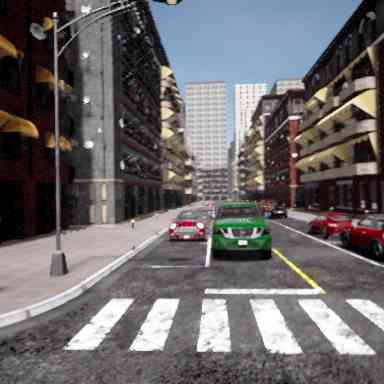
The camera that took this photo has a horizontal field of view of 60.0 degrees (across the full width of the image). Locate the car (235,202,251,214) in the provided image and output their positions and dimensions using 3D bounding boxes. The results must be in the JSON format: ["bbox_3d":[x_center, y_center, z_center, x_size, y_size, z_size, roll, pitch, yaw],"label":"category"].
[{"bbox_3d":[7.288,2.262,47.887,1.812,1.442,4.674,-1,-1,4],"label":"car"}]

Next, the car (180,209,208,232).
[{"bbox_3d":[0.241,2.022,24.449,1.802,1.307,4.206,-2,-1,4],"label":"car"}]

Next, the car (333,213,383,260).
[{"bbox_3d":[7.345,1.555,12.864,1.967,1.590,4.097,-2,-1,4],"label":"car"}]

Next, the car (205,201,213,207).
[{"bbox_3d":[4.417,2.964,85.168,1.752,1.417,4.829,-2,-1,4],"label":"car"}]

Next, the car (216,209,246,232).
[{"bbox_3d":[2.705,1.994,24.158,1.895,1.301,4.718,-1,-1,4],"label":"car"}]

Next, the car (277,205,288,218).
[{"bbox_3d":[8.864,2.047,35.003,1.947,1.339,4.313,-2,-1,4],"label":"car"}]

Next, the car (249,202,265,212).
[{"bbox_3d":[10.007,2.338,51.608,1.802,1.307,4.206,-2,-1,4],"label":"car"}]

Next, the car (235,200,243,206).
[{"bbox_3d":[12.684,2.918,90.525,1.752,1.417,4.829,-2,-1,4],"label":"car"}]

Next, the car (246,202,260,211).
[{"bbox_3d":[10.388,2.429,57.143,1.802,1.307,4.206,-2,-1,4],"label":"car"}]

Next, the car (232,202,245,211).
[{"bbox_3d":[7.971,2.500,57.825,1.895,1.301,4.718,-1,-1,4],"label":"car"}]

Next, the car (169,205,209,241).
[{"bbox_3d":[-0.144,1.788,18.916,1.967,1.590,4.097,-2,-1,4],"label":"car"}]

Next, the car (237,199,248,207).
[{"bbox_3d":[11.904,2.524,79.289,2.192,1.841,5.009,-2,-1,4],"label":"car"}]

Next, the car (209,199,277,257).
[{"bbox_3d":[2.038,1.451,14.306,2.150,2.045,5.566,-1,-1,6],"label":"car"}]

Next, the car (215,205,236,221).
[{"bbox_3d":[3.405,2.125,34.276,1.994,1.385,4.181,-1,-1,4],"label":"car"}]

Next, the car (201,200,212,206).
[{"bbox_3d":[2.522,2.428,57.663,1.967,1.590,4.097,-2,-1,4],"label":"car"}]

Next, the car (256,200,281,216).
[{"bbox_3d":[9.238,1.888,40.543,2.192,1.841,5.009,-2,-1,4],"label":"car"}]

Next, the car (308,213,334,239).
[{"bbox_3d":[7.726,1.788,18.397,1.802,1.307,4.206,-2,-1,4],"label":"car"}]

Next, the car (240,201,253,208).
[{"bbox_3d":[11.149,2.579,68.214,2.008,1.369,4.403,-2,-1,4],"label":"car"}]

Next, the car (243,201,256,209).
[{"bbox_3d":[10.769,2.503,62.679,1.947,1.339,4.313,-2,-1,4],"label":"car"}]
